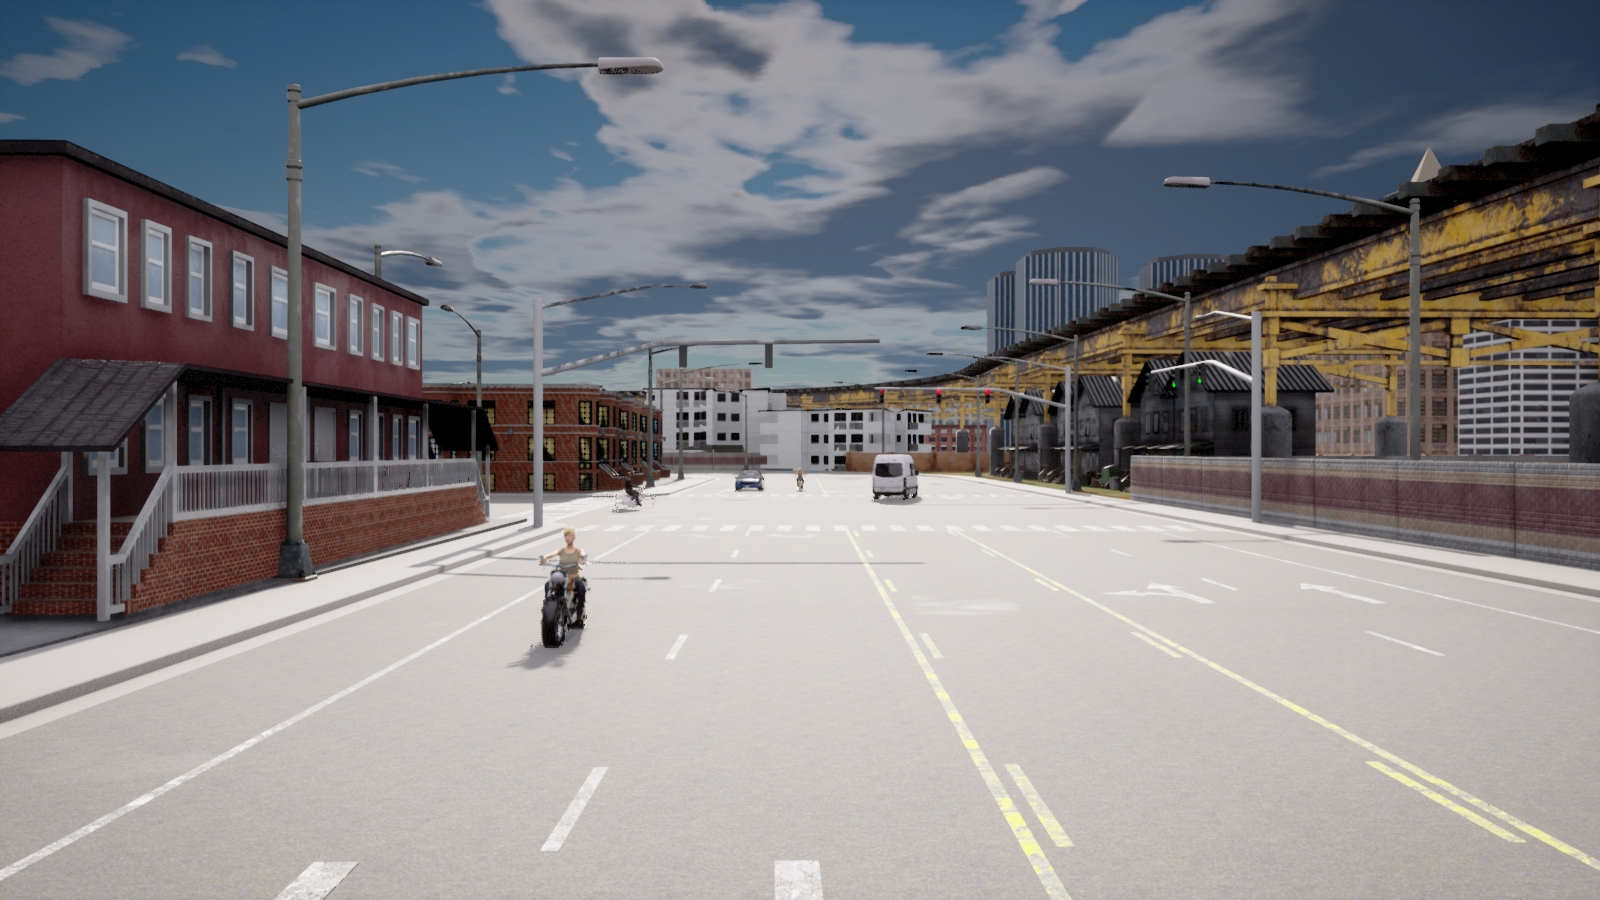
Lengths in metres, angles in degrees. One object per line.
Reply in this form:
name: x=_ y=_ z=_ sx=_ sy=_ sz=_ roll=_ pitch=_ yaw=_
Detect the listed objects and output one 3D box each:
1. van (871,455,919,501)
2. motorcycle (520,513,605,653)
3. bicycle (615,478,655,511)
van: x=5.619 y=1.558 z=66.789 sx=1.988 sy=2.561 sz=5.915 roll=0 pitch=0 yaw=13
motorcycle: x=-3.500 y=1.914 z=17.039 sx=0.764 sy=1.802 sz=2.356 roll=0 pitch=0 yaw=0
bicycle: x=-7.686 y=2.067 z=53.229 sx=1.835 sy=1.496 sz=0.329 roll=0 pitch=0 yaw=-12
